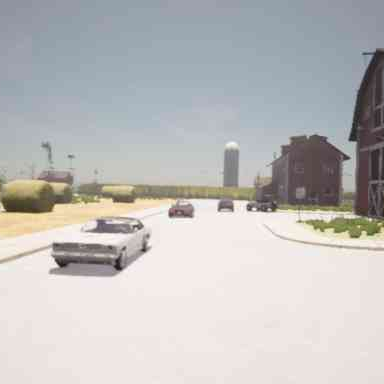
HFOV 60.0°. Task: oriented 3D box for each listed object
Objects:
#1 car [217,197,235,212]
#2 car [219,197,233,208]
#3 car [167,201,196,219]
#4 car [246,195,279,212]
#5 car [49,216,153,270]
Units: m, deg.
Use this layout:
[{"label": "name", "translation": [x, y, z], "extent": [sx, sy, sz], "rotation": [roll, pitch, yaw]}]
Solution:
[{"label": "car", "translation": [4.021, 1.491, 39.152], "extent": [2.128, 1.511, 4.902], "rotation": [2, 0, 7]}, {"label": "car", "translation": [5.112, 1.526, 49.816], "extent": [1.837, 1.490, 4.892], "rotation": [2, 1, 6]}, {"label": "car", "translation": [-0.800, 1.461, 28.229], "extent": [1.994, 1.385, 4.181], "rotation": [2, 0, 6]}, {"label": "car", "translation": [8.062, 1.287, 38.335], "extent": [1.905, 1.878, 3.866], "rotation": [-5, 3, -36]}, {"label": "car", "translation": [-2.637, 1.487, 10.778], "extent": [1.895, 1.301, 4.718], "rotation": [2, 0, 5]}]
